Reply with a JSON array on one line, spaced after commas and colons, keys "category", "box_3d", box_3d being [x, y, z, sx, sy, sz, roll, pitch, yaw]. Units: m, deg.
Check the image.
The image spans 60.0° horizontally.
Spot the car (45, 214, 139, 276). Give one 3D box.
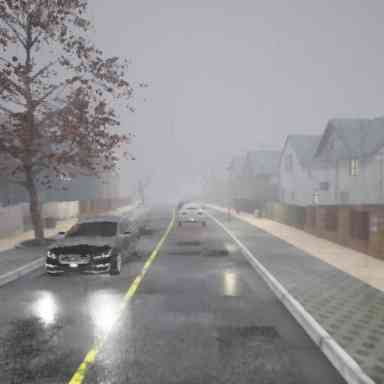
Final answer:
[{"category": "car", "box_3d": [-2.849, 1.505, 10.442, 1.837, 1.490, 4.892, 0, 0, 0]}]

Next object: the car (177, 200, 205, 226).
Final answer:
[{"category": "car", "box_3d": [-0.037, 1.545, 23.696, 1.812, 1.442, 4.674, 0, 0, -1]}]
